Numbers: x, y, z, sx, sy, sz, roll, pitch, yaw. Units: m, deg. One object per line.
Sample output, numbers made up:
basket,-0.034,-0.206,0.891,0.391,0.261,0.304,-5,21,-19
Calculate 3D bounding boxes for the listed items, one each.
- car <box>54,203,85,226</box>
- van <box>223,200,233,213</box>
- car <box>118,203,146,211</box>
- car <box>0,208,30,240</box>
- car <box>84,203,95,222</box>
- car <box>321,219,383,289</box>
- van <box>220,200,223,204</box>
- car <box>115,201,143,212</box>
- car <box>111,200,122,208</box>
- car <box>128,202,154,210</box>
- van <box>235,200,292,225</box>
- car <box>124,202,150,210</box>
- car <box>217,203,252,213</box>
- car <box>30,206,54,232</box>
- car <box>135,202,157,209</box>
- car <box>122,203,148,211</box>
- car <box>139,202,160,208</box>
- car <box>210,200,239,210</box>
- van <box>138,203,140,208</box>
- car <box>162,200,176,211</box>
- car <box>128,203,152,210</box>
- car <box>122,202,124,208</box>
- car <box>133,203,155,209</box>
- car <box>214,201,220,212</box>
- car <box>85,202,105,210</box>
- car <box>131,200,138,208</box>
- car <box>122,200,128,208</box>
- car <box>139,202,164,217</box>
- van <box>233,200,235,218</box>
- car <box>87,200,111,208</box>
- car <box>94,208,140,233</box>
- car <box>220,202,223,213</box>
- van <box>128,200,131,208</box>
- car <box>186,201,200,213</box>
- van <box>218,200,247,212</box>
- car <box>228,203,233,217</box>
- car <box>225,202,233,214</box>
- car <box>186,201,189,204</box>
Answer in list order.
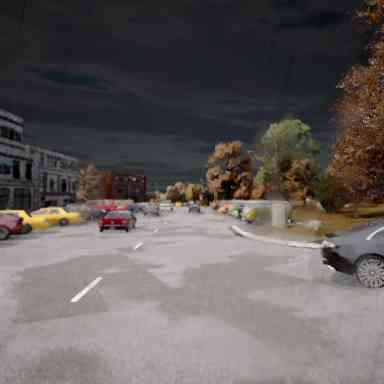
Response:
car,-11.488,1.921,26.141,5.366,1.575,1.946,0,-1,-20
van,6.490,2.016,40.636,4.442,1.987,1.878,1,-1,-20
car,-11.092,2.751,61.396,4.892,1.521,2.231,0,-2,-20
car,-11.395,1.769,17.397,4.792,1.488,2.163,0,-1,-20
car,-11.262,2.015,29.143,4.792,1.488,2.163,0,-2,-19
car,5.569,1.325,7.655,4.902,1.511,2.128,-4,-2,21
van,6.745,2.159,46.609,4.442,1.987,1.878,1,-2,-20
car,-11.137,2.549,58.460,4.553,1.767,2.185,0,-2,-20
car,-11.266,1.927,37.928,5.566,2.045,2.435,0,-1,-20
car,-11.182,3.052,73.060,5.366,1.575,1.946,0,-1,-20
van,6.412,1.756,28.863,4.442,1.987,1.878,1,-1,-20
car,-11.058,2.903,67.266,4.892,1.521,2.231,0,-2,-20
car,6.663,2.526,52.449,4.892,1.521,2.231,1,-2,-20
car,-11.527,1.798,20.281,5.366,1.575,1.946,0,-1,-20
car,-10.979,3.208,78.994,4.892,1.521,2.231,0,-2,-20
car,-11.039,2.855,64.340,4.792,1.488,2.163,0,-2,-20
car,-10.931,3.361,84.855,4.892,1.521,2.231,0,-1,-20
car,6.763,2.727,70.101,5.566,2.045,2.435,1,-1,-20
van,-11.038,2.299,52.647,4.442,1.987,1.878,0,-2,-20
car,-4.670,2.560,61.173,2.150,2.045,5.566,0,-1,0
car,-11.031,3.018,70.194,4.674,1.452,2.002,0,-2,-20
car,-11.220,2.285,40.870,4.674,1.452,2.002,0,-2,-20
car,-10.993,3.171,76.061,4.674,1.452,2.002,0,-2,-20
car,6.478,2.446,49.441,5.366,1.575,1.946,1,-1,-20
car,-11.268,2.049,32.070,4.892,1.521,2.231,0,-1,-20
car,-11.155,2.453,49.665,5.008,1.535,2.097,0,-1,-20
car,-11.171,2.186,43.811,4.553,1.767,2.185,0,-1,-20
car,-4.890,2.270,41.114,1.837,1.490,4.892,0,-1,1
van,6.648,1.824,31.894,4.442,1.987,1.878,1,-2,-20
car,-11.291,1.986,35.003,4.553,1.767,2.185,0,-2,-20
car,-4.920,1.960,22.409,1.895,1.301,4.718,0,-1,-2
car,6.609,2.351,43.621,4.674,1.452,2.002,1,-2,-20
van,-11.291,2.158,46.695,4.442,1.987,1.878,0,-1,-20
car,0.381,2.597,53.727,1.812,1.442,4.674,0,-2,0
van,6.799,2.376,55.442,4.442,1.987,1.878,1,-2,-20
car,6.561,2.151,34.784,4.674,1.452,2.002,1,-1,-20
car,6.578,2.217,37.729,4.674,1.452,2.002,1,-1,-20
car,0.370,2.919,67.406,2.128,1.511,4.902,0,-1,0
